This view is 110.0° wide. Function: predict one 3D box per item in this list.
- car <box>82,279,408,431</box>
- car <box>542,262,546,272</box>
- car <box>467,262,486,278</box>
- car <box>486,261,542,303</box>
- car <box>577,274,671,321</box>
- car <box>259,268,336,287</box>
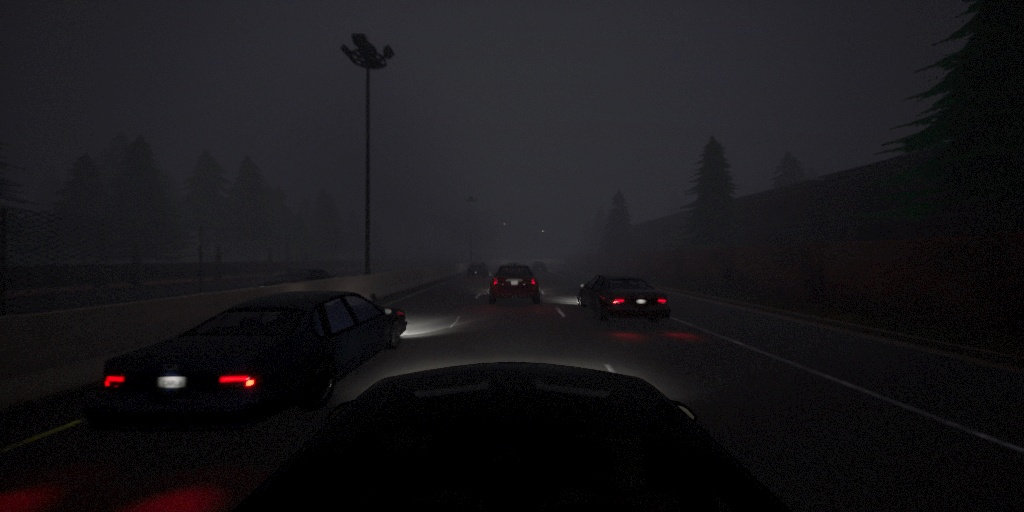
[{"bbox_3d":[-3.392,1.311,6.082,2.033,1.411,5.357,0,0,0],"label":"car"},{"bbox_3d":[3.602,1.421,48.647,1.812,1.442,4.674,0,0,0],"label":"car"},{"bbox_3d":[-3.397,1.349,36.336,2.128,1.511,4.902,0,0,0],"label":"car"},{"bbox_3d":[0.101,1.149,17.025,2.097,1.767,4.553,0,0,0],"label":"car"},{"bbox_3d":[3.602,1.331,12.513,2.033,1.411,5.357,0,0,0],"label":"car"},{"bbox_3d":[-10.583,1.326,18.141,1.812,1.442,4.674,0,0,0],"label":"car"}]
